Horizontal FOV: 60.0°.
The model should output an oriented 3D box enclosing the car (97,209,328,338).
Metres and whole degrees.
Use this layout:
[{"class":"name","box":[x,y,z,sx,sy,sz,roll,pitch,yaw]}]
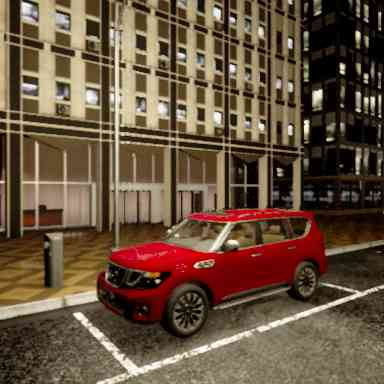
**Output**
[{"class":"car","box":[0.711,1.314,6.790,5.009,1.841,2.192,0,0,-36]}]
